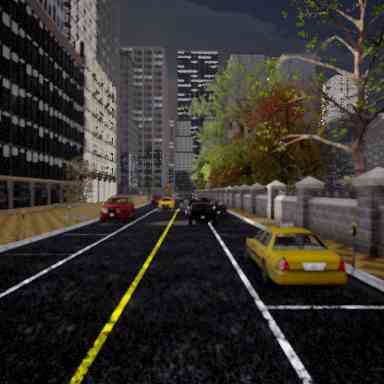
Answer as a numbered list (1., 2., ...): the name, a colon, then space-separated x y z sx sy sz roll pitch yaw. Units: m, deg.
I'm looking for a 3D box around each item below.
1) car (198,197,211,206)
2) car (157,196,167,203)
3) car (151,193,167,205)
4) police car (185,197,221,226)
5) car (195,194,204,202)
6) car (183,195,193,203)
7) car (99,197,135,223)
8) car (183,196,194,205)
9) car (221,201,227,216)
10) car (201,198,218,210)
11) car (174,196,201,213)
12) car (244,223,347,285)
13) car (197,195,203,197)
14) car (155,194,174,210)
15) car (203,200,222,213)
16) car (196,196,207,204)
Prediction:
1. car: 1.983 1.521 53.482 1.947 1.339 4.313 0 0 -1
2. car: -6.282 1.517 70.096 1.802 1.307 4.206 0 0 -1
3. car: -6.122 1.265 59.015 2.192 1.841 5.009 0 0 -1
4. police car: 0.669 1.409 23.742 1.930 1.638 5.238 0 0 -1
5. car: 1.663 1.366 75.679 1.967 1.590 4.097 0 0 -1
6. car: -0.797 1.439 68.596 2.033 1.411 5.357 0 0 -1
7. car: -5.645 1.299 25.770 2.192 1.841 5.009 0 0 -1
8. car: -0.634 1.477 57.172 1.812 1.442 4.674 0 0 -1
9. car: 2.304 1.528 31.285 2.008 1.369 4.403 0 0 -1
10. car: 2.143 1.532 42.383 1.947 1.339 4.313 0 0 -1
11. car: -0.068 1.480 33.359 1.837 1.490 4.892 0 0 -16
12. car: 2.539 1.520 9.263 1.752 1.417 4.829 0 0 0
13. car: -0.227 1.474 39.950 1.837 1.490 4.892 0 0 16
14. car: -3.268 1.444 42.964 1.882 1.535 5.008 0 0 -1
15. car: 2.223 1.553 36.834 1.802 1.307 4.206 0 0 -1
16. car: 1.824 1.523 64.580 1.802 1.307 4.206 0 0 -1
